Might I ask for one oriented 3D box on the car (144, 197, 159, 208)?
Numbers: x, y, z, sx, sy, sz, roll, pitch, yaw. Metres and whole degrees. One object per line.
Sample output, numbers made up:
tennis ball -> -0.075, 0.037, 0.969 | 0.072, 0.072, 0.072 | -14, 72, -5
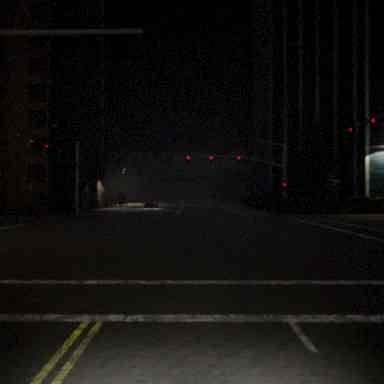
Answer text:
car -> -6.976, 1.808, 57.328 | 2.097, 1.767, 4.553 | 0, -1, 0
